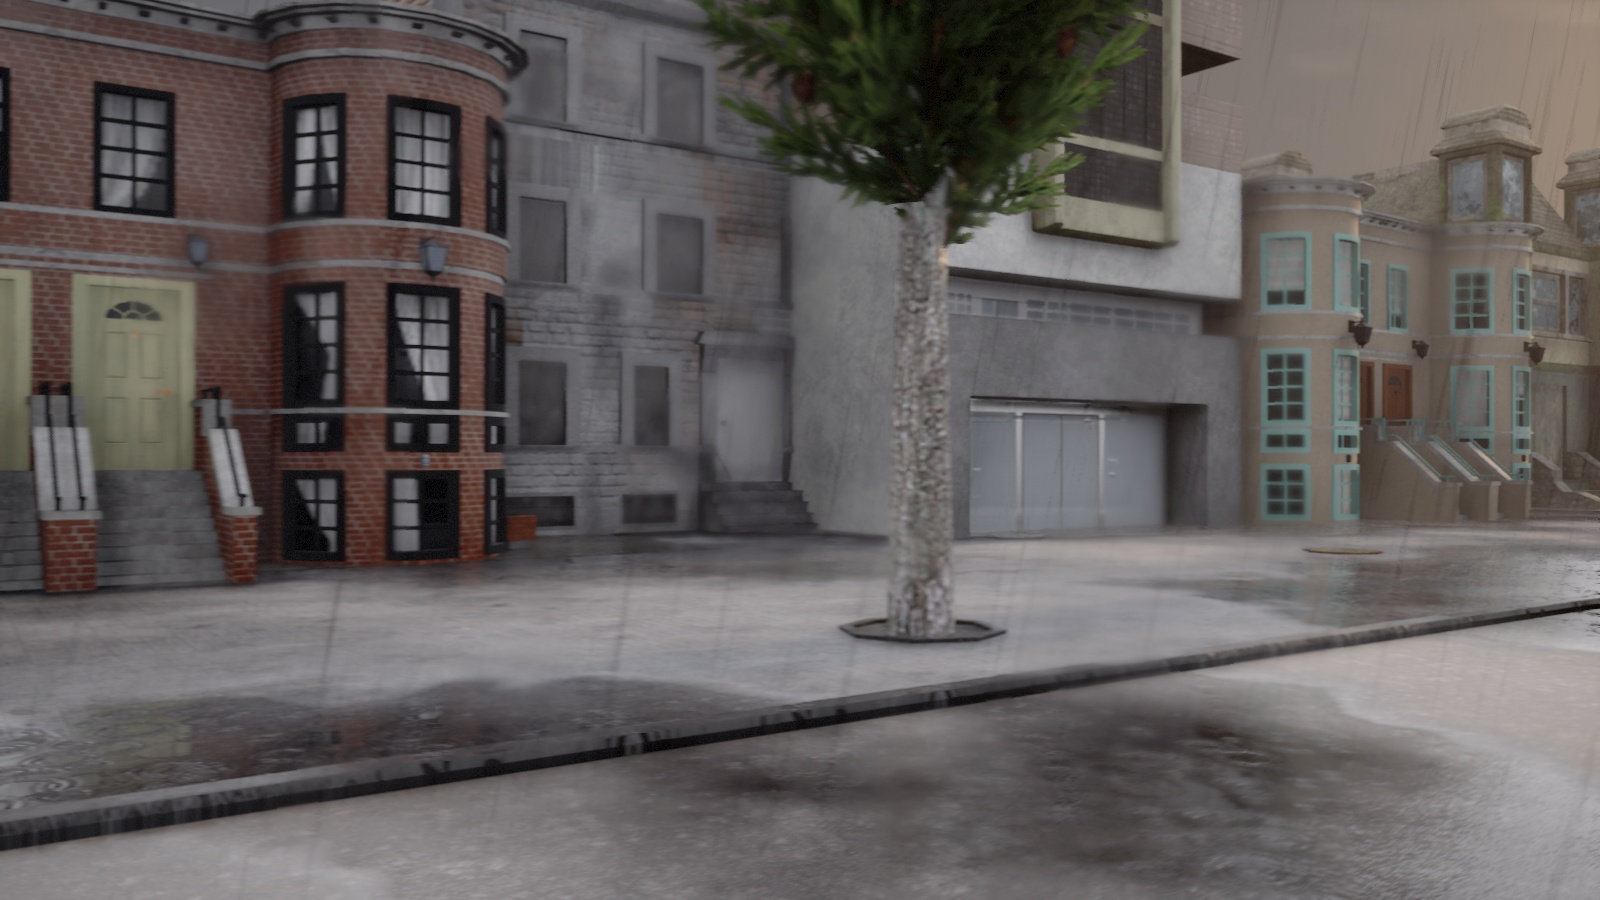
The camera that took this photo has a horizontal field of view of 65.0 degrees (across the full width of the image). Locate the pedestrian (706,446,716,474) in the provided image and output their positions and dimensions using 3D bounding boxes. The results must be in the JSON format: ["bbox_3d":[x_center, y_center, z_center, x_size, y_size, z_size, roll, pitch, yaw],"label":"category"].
[{"bbox_3d":[-5.854,0.665,82.370,0.354,1.836,0.706,0,0,-37],"label":"pedestrian"}]
